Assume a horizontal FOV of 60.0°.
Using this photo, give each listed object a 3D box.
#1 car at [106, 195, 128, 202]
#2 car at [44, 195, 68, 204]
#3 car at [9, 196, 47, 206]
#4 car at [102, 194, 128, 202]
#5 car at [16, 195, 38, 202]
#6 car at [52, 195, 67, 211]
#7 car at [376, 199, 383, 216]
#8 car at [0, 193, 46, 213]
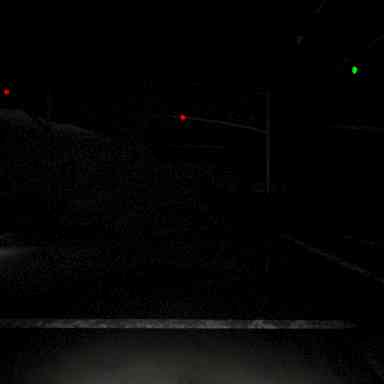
[{"bbox_3d":[-16.579,1.338,73.988,4.514,1.523,2.007,0,0,-1],"label":"car"},{"bbox_3d":[-24.097,1.319,58.953,3.633,1.501,1.845,0,0,-1],"label":"car"},{"bbox_3d":[-24.071,1.297,48.960,4.514,1.523,2.007,0,0,-1],"label":"car"},{"bbox_3d":[-16.505,1.329,70.852,5.027,1.636,2.152,0,0,-1],"label":"car"},{"bbox_3d":[-35.171,1.383,70.870,3.806,1.475,1.970,0,0,-1],"label":"car"},{"bbox_3d":[-16.218,1.360,36.595,3.806,1.475,1.970,0,0,-1],"label":"car"},{"bbox_3d":[17.197,1.480,32.953,2.242,1.667,4.611,0,0,-1],"label":"car"},{"bbox_3d":[-16.806,1.076,33.267,3.866,1.878,1.905,0,0,-1],"label":"car"}]
